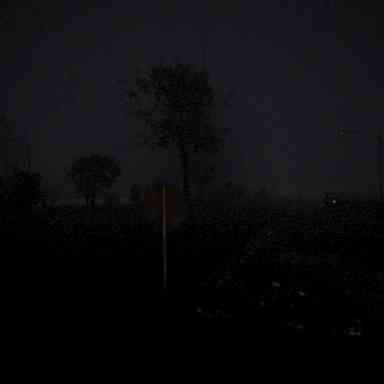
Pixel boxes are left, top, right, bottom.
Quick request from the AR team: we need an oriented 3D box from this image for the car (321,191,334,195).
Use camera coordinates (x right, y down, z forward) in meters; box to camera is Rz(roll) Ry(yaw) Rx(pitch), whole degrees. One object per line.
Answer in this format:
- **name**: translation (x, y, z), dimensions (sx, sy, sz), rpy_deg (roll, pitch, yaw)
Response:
- **car**: translation (19.915, 0.667, 48.177), dimensions (2.097, 1.767, 4.553), rpy_deg (0, 1, 20)

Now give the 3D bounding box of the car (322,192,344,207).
- **car**: translation (16.466, 1.005, 38.672), dimensions (1.994, 1.385, 4.181), rpy_deg (0, 1, 21)
